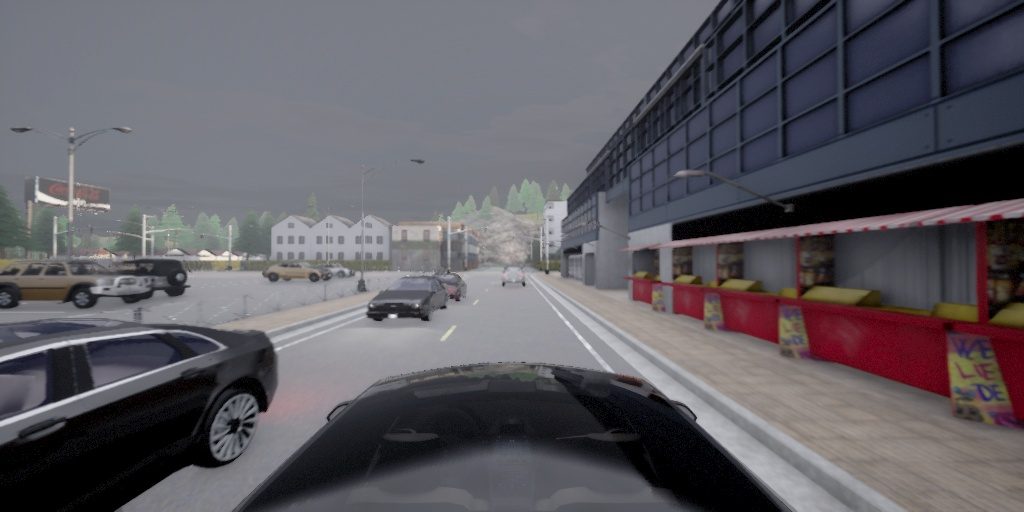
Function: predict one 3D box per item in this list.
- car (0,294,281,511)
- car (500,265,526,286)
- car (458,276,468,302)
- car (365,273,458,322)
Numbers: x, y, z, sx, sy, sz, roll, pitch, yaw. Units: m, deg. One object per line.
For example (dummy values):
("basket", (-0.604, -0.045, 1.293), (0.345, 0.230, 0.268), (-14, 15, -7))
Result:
("car", (-3.608, 1.246, 2.133), (2.128, 1.511, 4.902), (0, -1, 0))
("car", (0.127, 1.667, 29.398), (1.812, 1.442, 4.674), (0, -1, 0))
("car", (-3.470, 1.598, 18.537), (1.994, 1.385, 4.181), (0, -1, 0))
("car", (-3.573, 1.462, 13.416), (2.033, 1.411, 5.357), (0, -1, 0))
